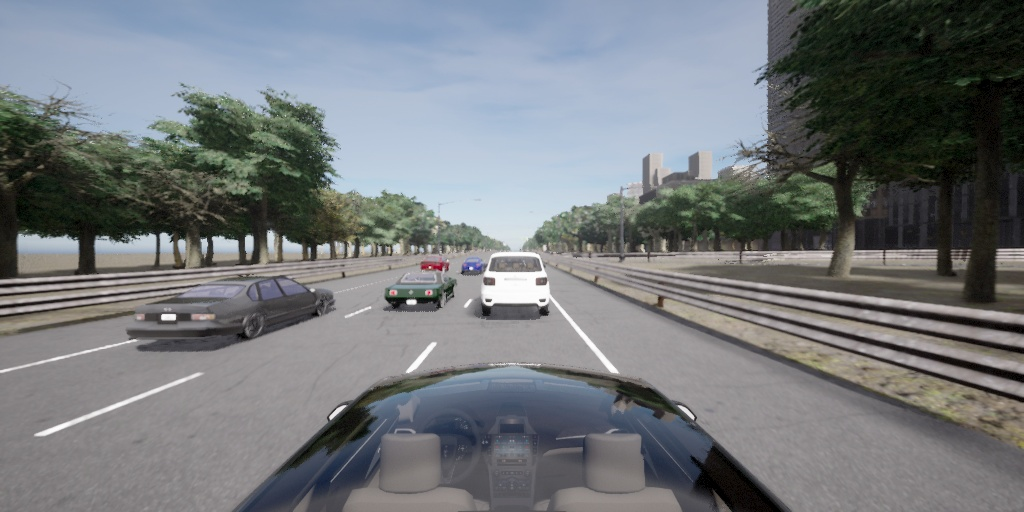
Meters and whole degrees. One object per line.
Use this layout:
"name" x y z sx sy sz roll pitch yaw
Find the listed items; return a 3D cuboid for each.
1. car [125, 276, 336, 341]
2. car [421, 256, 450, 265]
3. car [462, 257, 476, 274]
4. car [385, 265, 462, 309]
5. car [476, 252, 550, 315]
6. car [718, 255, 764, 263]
"car" -6.900 1.247 9.715 2.033 1.411 5.357 0 1 0
"car" -6.892 0.762 32.621 1.882 1.535 5.008 0 1 0
"car" -3.395 0.819 32.155 1.812 1.442 4.674 0 1 0
"car" -3.397 1.237 14.392 1.895 1.301 4.718 0 1 0
"car" 0.103 0.877 13.194 2.150 2.045 5.566 0 1 0
"car" 26.509 0.118 41.696 1.812 1.442 4.674 -1 0 -38
